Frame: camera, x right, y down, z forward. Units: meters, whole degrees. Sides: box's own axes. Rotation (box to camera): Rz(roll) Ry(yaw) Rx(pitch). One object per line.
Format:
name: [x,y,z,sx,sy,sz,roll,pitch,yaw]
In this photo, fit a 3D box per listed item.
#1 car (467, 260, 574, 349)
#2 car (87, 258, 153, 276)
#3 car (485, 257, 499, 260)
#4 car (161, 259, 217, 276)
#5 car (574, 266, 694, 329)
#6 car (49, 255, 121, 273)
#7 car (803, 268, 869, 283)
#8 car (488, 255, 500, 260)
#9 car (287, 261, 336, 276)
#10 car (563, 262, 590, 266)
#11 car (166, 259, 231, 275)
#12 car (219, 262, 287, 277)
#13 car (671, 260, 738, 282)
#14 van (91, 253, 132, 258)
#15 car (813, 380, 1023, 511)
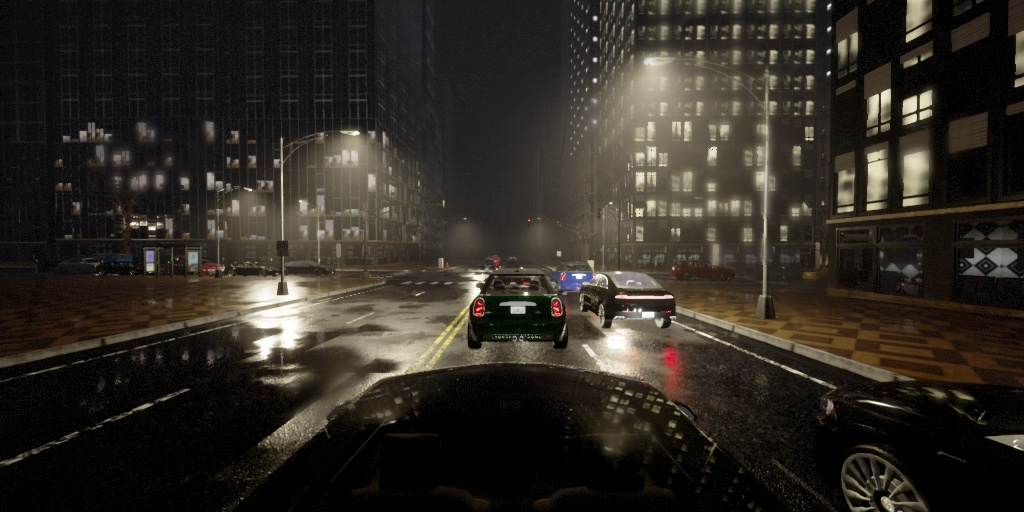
car: [0.111,1.099,9.306,2.097,1.767,4.553,0,0,0]
car: [-34.053,1.069,31.676,4.313,1.339,1.948,0,0,1]
car: [-3.275,1.241,50.808,1.812,1.442,4.674,0,0,0]
car: [-28.372,1.138,31.494,4.207,1.307,1.802,0,0,1]
car: [3.364,1.237,11.280,2.128,1.511,4.902,0,0,0]
car: [-40.787,0.924,34.464,4.674,1.442,1.812,0,1,2]
car: [27.684,1.579,30.555,4.829,1.417,1.751,0,0,1]
car: [-3.243,0.925,61.032,2.150,2.045,5.566,0,0,0]
car: [-19.660,1.139,33.980,5.357,1.411,2.033,0,1,0]
car: [3.377,1.092,20.122,2.097,1.767,4.553,0,0,0]
car: [-29.879,1.024,34.216,4.674,1.442,1.812,1,1,1]
car: [-22.689,1.173,31.353,4.313,1.339,1.948,0,0,1]
car: [16.236,1.269,30.769,5.009,1.841,2.192,0,0,1]
van: [-45.231,0.605,40.353,3.998,1.789,1.690,0,0,1]
car: [3.344,1.242,0.888,2.128,1.511,4.902,0,0,0]
